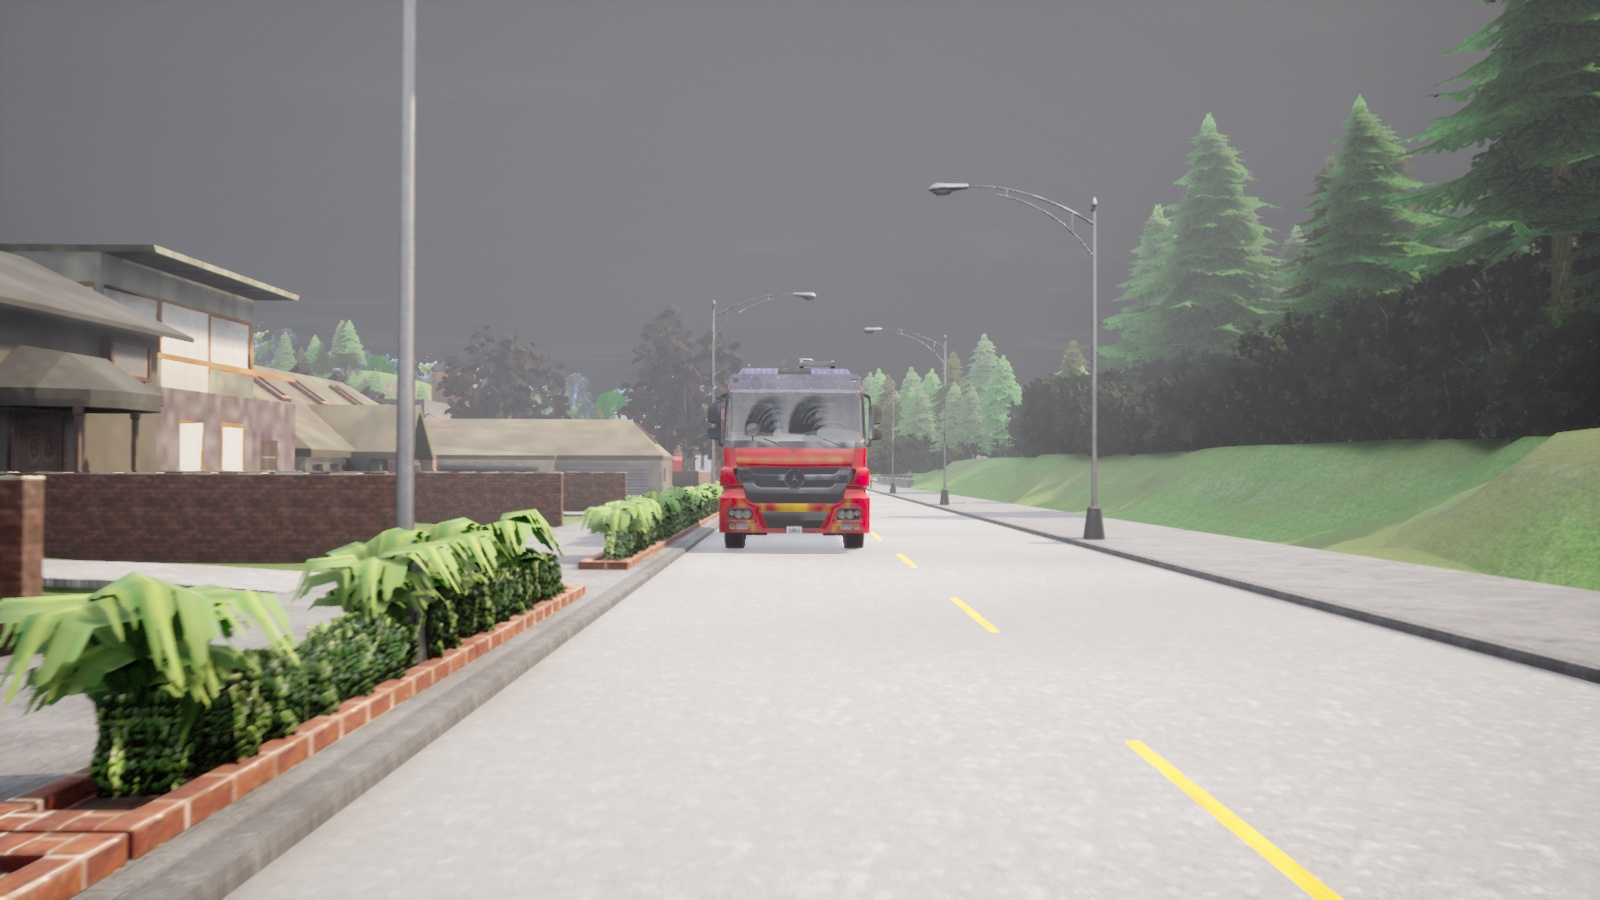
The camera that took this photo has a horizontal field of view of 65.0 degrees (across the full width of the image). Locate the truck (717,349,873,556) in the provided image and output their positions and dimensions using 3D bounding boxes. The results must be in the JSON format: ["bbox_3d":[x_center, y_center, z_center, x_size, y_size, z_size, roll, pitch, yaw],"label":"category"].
[{"bbox_3d":[-0.105,0.111,27.555,2.891,3.827,8.468,0,-1,0],"label":"truck"}]
